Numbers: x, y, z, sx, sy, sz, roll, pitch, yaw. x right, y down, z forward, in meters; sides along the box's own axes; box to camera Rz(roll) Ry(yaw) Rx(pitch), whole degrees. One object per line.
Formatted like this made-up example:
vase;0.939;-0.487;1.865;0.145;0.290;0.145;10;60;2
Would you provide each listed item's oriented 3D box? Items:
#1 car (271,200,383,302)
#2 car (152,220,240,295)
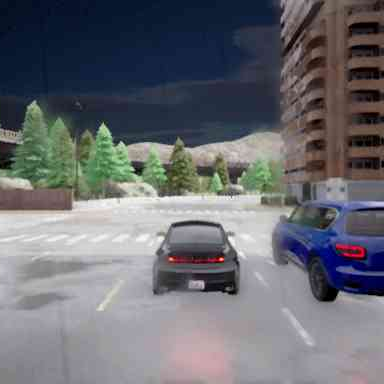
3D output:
car;3.599;1.194;8.323;2.150;2.045;5.566;0;0;0
car;0.099;1.476;8.626;1.837;1.490;4.892;0;0;0
